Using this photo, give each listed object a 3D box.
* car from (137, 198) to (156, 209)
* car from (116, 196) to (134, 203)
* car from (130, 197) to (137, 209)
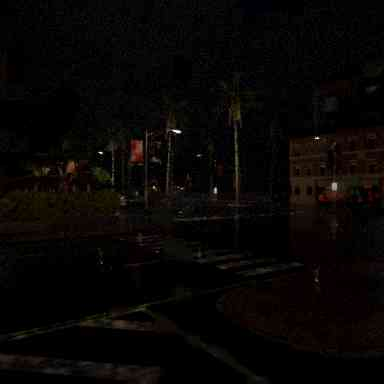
[{"bbox_3d":[-7.059,1.547,46.967,2.033,1.411,5.357,0,0,-35],"label":"car"},{"bbox_3d":[-13.876,1.522,68.680,1.812,1.442,4.674,0,0,-39],"label":"car"},{"bbox_3d":[-9.518,1.564,44.375,1.994,1.385,4.181,0,0,-35],"label":"car"}]
